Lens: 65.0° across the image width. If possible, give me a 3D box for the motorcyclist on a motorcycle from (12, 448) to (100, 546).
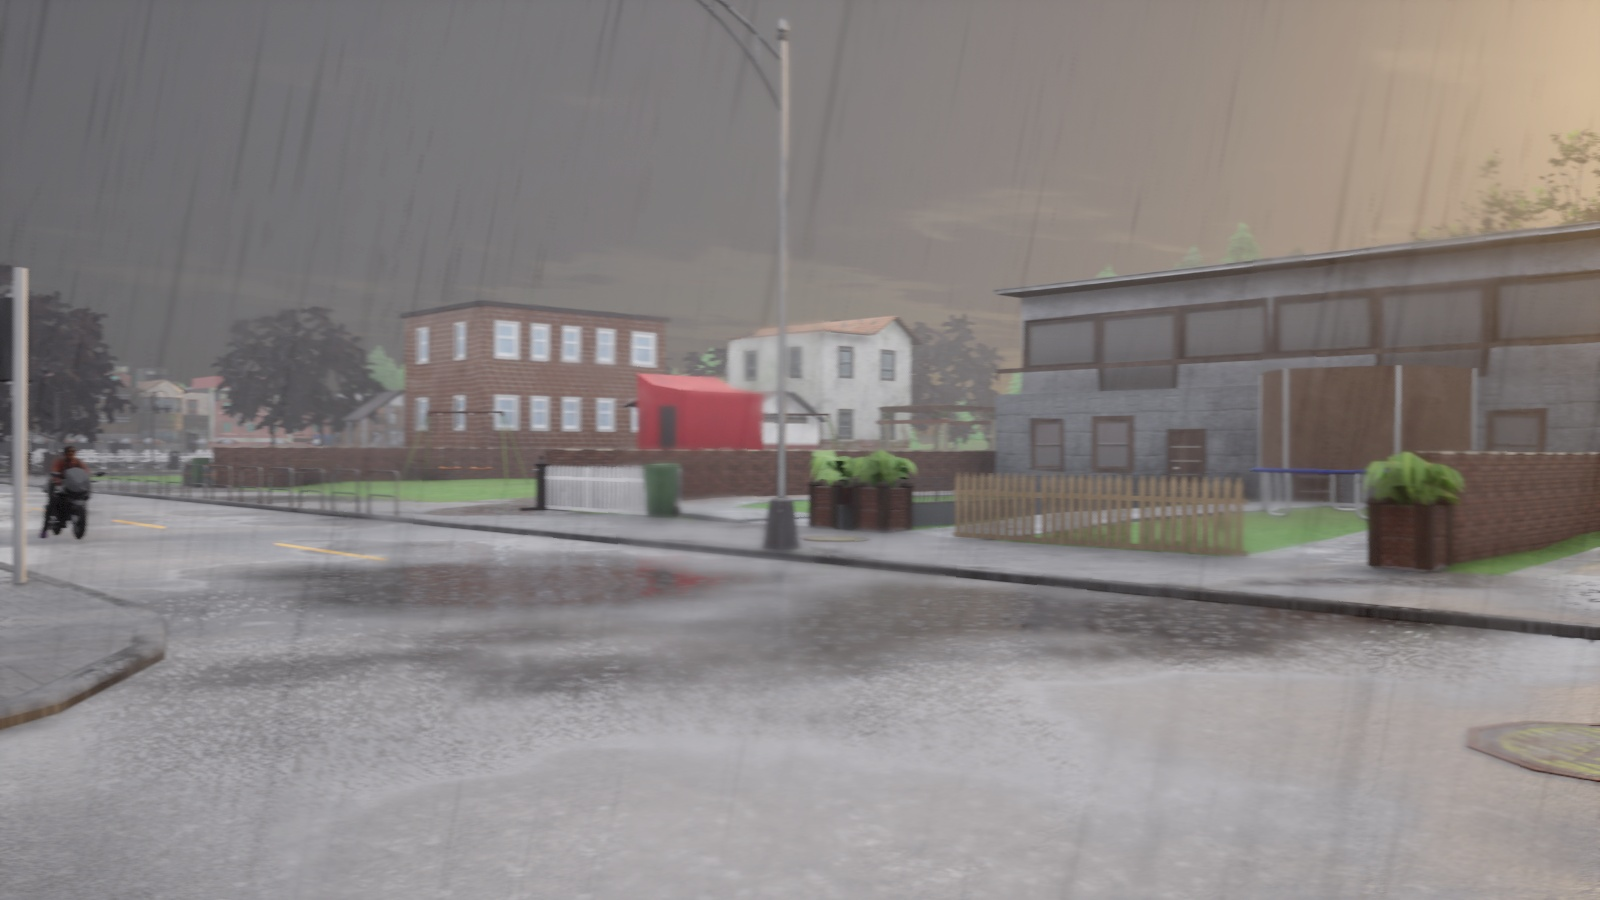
[{"bbox_3d":[-12.177,0.736,20.522,0.797,1.523,2.044,0,0,-44],"label":"motorcyclist on a motorcycle"}]
